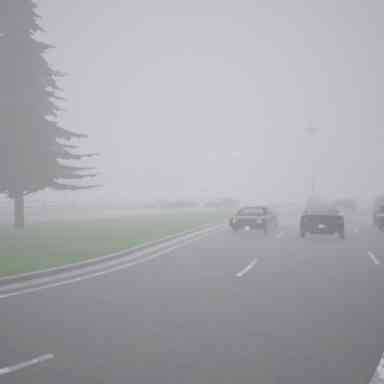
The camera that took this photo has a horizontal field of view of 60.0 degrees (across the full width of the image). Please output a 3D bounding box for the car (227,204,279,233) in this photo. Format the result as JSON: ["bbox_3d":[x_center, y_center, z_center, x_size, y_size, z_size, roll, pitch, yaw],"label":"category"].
[{"bbox_3d":[3.636,1.468,18.627,1.895,1.301,4.718,-1,0,23],"label":"car"}]

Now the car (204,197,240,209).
[{"bbox_3d":[3.788,1.326,41.166,2.033,1.411,5.357,-1,0,43],"label":"car"}]

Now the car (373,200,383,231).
[{"bbox_3d":[11.067,1.335,18.127,1.895,1.301,4.718,-1,0,24],"label":"car"}]

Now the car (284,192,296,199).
[{"bbox_3d":[22.356,0.829,75.143,1.812,1.442,4.674,-1,0,37],"label":"car"}]

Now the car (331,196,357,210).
[{"bbox_3d":[16.226,1.177,35.031,1.895,1.301,4.718,-1,0,31],"label":"car"}]

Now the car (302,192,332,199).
[{"bbox_3d":[14.893,1.109,39.530,1.812,1.442,4.674,-1,0,32],"label":"car"}]

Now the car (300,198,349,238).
[{"bbox_3d":[6.536,1.300,16.541,1.882,1.535,5.008,-1,0,23],"label":"car"}]

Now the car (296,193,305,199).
[{"bbox_3d":[25.116,0.858,72.989,1.895,1.301,4.718,-1,0,37],"label":"car"}]

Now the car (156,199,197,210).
[{"bbox_3d":[-1.615,1.480,40.599,4.718,1.301,1.895,-1,0,-45],"label":"car"}]

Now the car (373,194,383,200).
[{"bbox_3d":[19.712,1.022,34.023,1.837,1.490,4.892,-1,0,31],"label":"car"}]

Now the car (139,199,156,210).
[{"bbox_3d":[-4.411,1.522,42.736,4.718,1.301,1.895,-1,0,-45],"label":"car"}]
